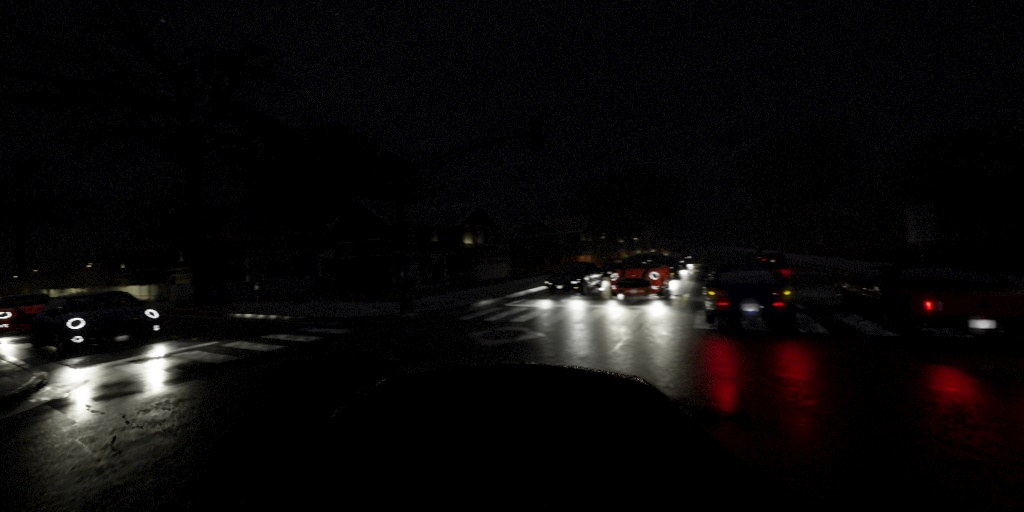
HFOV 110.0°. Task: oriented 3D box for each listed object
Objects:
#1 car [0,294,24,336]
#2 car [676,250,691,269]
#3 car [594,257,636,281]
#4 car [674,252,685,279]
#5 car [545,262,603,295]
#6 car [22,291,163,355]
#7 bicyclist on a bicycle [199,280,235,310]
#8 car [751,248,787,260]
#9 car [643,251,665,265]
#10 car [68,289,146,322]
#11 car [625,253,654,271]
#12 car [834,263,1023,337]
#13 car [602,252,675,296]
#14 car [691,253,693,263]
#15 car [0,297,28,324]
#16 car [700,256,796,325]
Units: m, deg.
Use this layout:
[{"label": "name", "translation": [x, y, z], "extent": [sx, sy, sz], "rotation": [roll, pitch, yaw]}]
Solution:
[{"label": "car", "translation": [-22.508, 2.555, 16.618], "extent": [4.553, 1.767, 2.097], "rotation": [-4, 0, 29]}, {"label": "car", "translation": [14.848, 0.412, 32.604], "extent": [1.812, 1.442, 4.674], "rotation": [-4, 0, 29]}, {"label": "car", "translation": [7.572, 0.888, 26.103], "extent": [1.994, 1.385, 4.181], "rotation": [-4, 0, 29]}, {"label": "car", "translation": [10.031, 0.734, 23.843], "extent": [1.994, 1.385, 4.181], "rotation": [-4, 0, 29]}, {"label": "car", "translation": [3.291, 1.081, 18.292], "extent": [1.837, 1.490, 4.892], "rotation": [-4, 0, 29]}, {"label": "car", "translation": [-13.550, 1.979, 11.681], "extent": [4.553, 1.767, 2.097], "rotation": [-4, 0, 28]}, {"label": "bicyclist on a bicycle", "translation": [-16.365, 2.128, 19.909], "extent": [0.582, 1.620, 1.656], "rotation": [-4, 0, 29]}, {"label": "car", "translation": [19.799, 0.100, 27.777], "extent": [1.812, 1.442, 4.674], "rotation": [-4, 0, 29]}, {"label": "car", "translation": [17.824, 0.198, 44.778], "extent": [1.882, 1.535, 5.008], "rotation": [-4, 0, 29]}, {"label": "car", "translation": [-22.873, 2.741, 20.190], "extent": [4.892, 1.490, 1.837], "rotation": [-4, 0, 29]}, {"label": "car", "translation": [12.507, 0.538, 35.080], "extent": [1.837, 1.490, 4.892], "rotation": [-4, 0, 29]}, {"label": "car", "translation": [8.999, 0.810, 8.011], "extent": [1.895, 1.301, 4.718], "rotation": [-4, 0, 29]}, {"label": "car", "translation": [5.870, 0.766, 16.264], "extent": [2.097, 1.767, 4.553], "rotation": [-4, 0, 29]}, {"label": "car", "translation": [19.752, 0.102, 41.435], "extent": [1.837, 1.490, 4.892], "rotation": [-4, 0, 29]}, {"label": "car", "translation": [-31.727, 3.344, 21.721], "extent": [5.357, 1.411, 2.033], "rotation": [-4, 0, 28]}, {"label": "car", "translation": [6.323, 0.902, 9.889], "extent": [1.812, 1.442, 4.674], "rotation": [-4, 0, 29]}]
